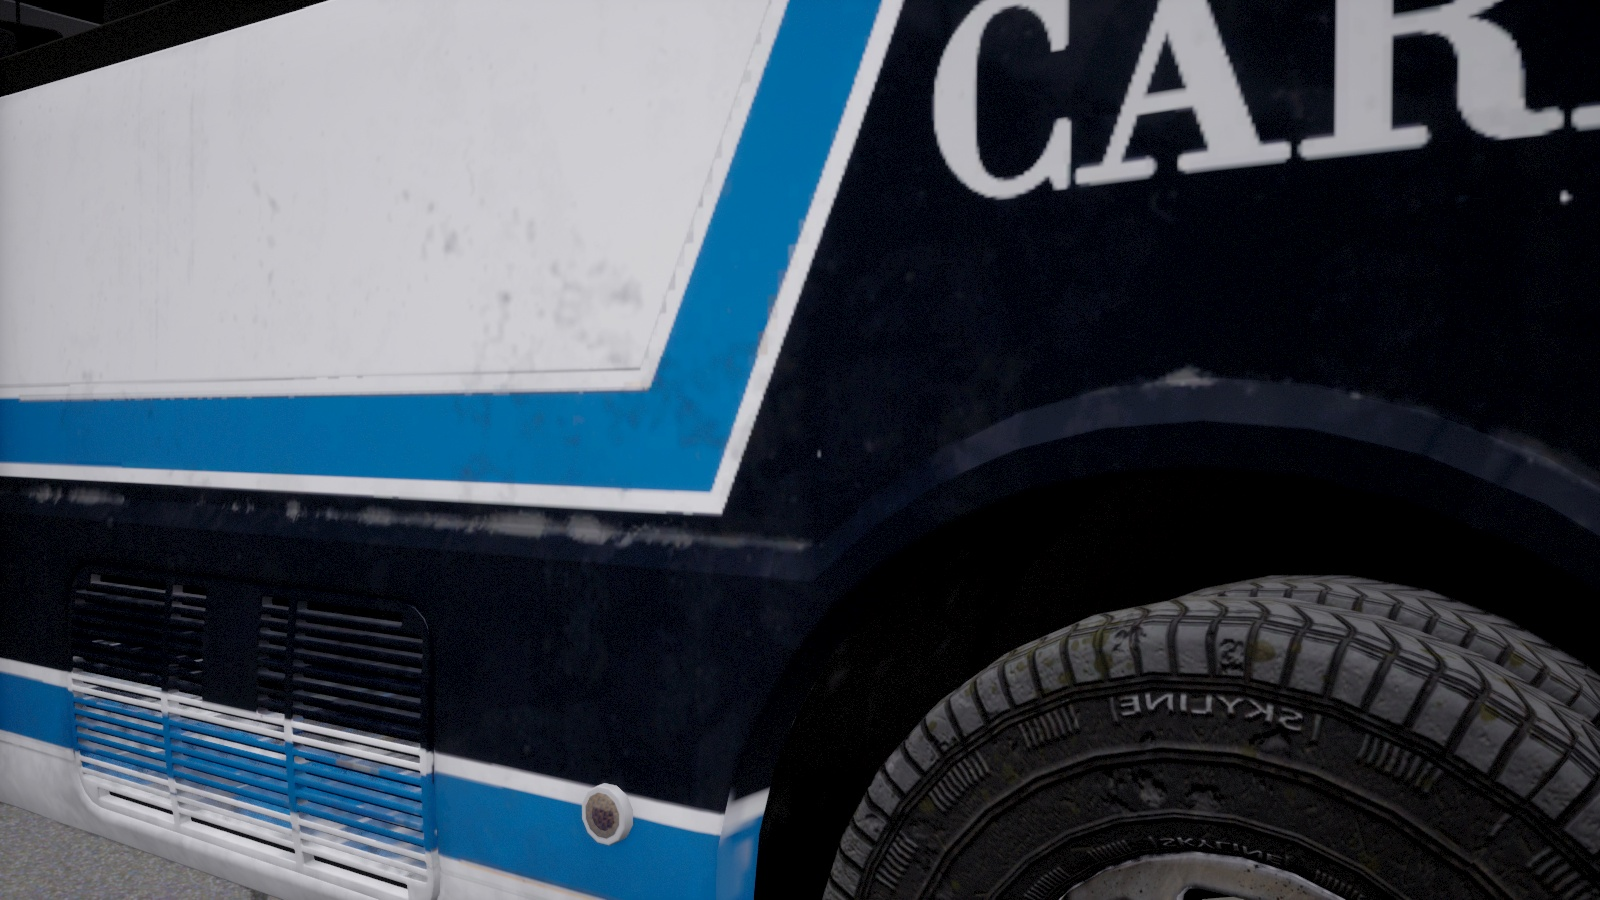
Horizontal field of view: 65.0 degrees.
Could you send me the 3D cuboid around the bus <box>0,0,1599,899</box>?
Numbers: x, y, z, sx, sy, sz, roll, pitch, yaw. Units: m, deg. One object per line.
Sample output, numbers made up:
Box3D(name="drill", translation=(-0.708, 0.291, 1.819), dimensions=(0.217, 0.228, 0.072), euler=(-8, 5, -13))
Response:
Box3D(name="bus", translation=(-0.868, -0.689, 4.212), dimensions=(10.273, 4.253, 3.944), euler=(0, 1, 33))
